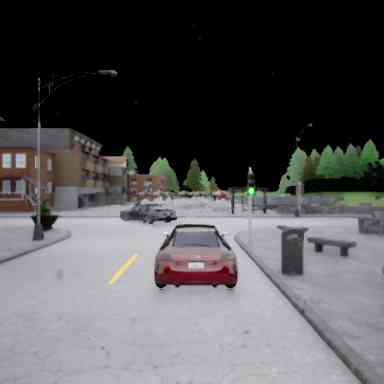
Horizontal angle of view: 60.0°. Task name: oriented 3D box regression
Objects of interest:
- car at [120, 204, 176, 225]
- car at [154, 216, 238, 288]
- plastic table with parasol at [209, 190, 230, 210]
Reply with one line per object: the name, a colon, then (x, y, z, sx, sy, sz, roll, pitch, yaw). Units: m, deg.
car: (-3.390, 1.620, 25.194, 2.033, 1.411, 5.357, 0, 0, -42)
car: (0.097, 1.590, 9.302, 1.994, 1.385, 4.181, 0, 0, 0)
plastic table with parasol: (3.567, 1.050, 43.167, 2.482, 2.480, 2.482, 0, 0, 0)
